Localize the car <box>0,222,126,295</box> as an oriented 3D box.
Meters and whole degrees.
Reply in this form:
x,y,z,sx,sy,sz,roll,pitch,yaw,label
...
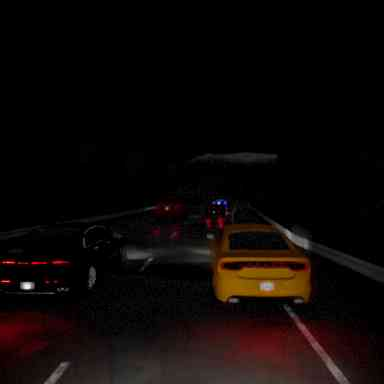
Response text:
x,y,z,sx,sy,sz,roll,pitch,yaw,label
-3.122,1.565,8.900,1.837,1.490,4.892,0,0,2,car

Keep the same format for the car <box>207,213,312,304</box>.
x,y,z,sx,sy,sz,roll,pitch,yaw,label
1.420,1.528,8.331,1.882,1.535,5.008,0,0,2,car

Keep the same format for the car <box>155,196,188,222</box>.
x,y,z,sx,sy,sz,roll,pitch,yaw,label
-1.659,1.397,28.669,2.150,2.045,5.566,0,0,6,car

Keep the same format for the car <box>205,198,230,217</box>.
x,y,z,sx,sy,sz,roll,pitch,yaw,label
2.416,1.694,33.593,2.128,1.511,4.902,0,0,8,car

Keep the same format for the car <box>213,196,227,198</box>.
x,y,z,sx,sy,sz,roll,pitch,yaw,label
3.798,1.485,43.953,2.150,2.045,5.566,0,0,9,car
